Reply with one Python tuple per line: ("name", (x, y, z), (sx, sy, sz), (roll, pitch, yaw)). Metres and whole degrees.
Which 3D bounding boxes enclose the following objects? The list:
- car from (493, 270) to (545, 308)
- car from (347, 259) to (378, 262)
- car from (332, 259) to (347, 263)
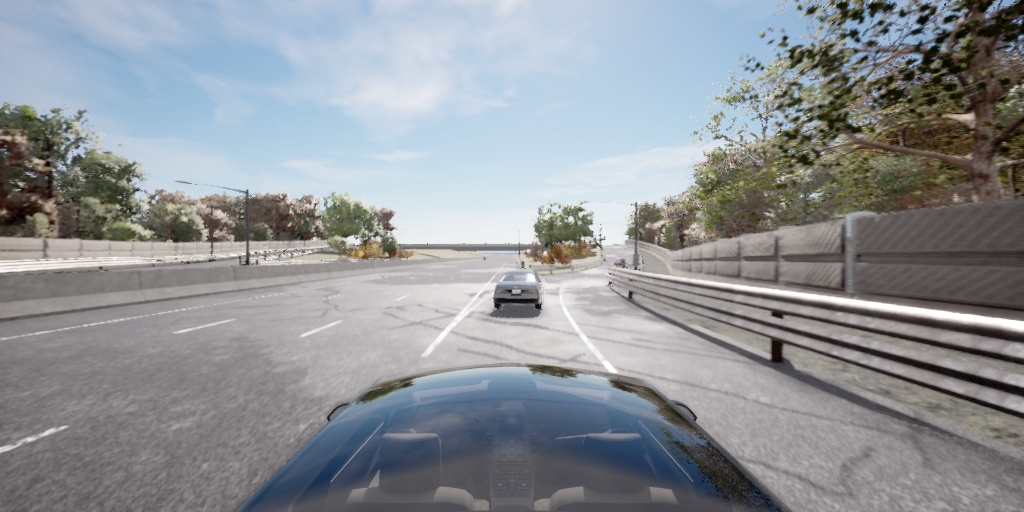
("car", (0.390, 1.301, 15.172), (2.033, 1.411, 5.357), (0, 0, 5))
("car", (-24.520, 1.316, 59.152), (2.033, 1.411, 5.357), (0, 0, 0))
("car", (-28.022, 1.246, 58.997), (1.882, 1.535, 5.008), (0, 0, 0))
